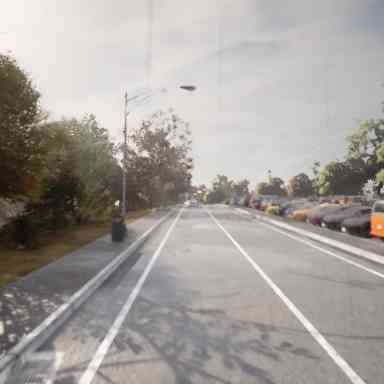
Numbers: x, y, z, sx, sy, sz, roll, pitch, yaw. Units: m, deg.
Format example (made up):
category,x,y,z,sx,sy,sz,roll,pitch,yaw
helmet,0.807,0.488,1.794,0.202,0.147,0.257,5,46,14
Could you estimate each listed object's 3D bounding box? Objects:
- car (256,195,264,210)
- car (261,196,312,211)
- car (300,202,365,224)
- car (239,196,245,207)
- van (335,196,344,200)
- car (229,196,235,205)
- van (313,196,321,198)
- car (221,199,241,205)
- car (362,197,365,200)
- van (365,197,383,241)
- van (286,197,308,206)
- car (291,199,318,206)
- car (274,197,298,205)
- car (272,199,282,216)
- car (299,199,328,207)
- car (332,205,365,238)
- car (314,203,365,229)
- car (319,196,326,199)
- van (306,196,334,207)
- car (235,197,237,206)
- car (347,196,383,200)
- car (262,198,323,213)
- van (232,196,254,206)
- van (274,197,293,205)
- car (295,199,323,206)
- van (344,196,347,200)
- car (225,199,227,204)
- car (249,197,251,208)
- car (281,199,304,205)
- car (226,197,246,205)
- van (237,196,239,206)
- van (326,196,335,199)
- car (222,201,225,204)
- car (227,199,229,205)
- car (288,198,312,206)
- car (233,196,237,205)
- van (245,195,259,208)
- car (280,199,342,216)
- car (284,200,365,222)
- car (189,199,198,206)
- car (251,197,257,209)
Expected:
category,x,y,z,sx,sy,sz,roll,pitch,yaw
car,10.576,1.571,40.099,4.553,1.767,2.185,0,0,0
car,10.572,1.558,37.323,4.553,1.767,2.185,0,0,0
car,10.554,1.648,23.442,4.792,1.488,2.163,0,0,0
car,10.652,1.498,51.204,5.566,2.045,2.435,0,0,0
van,23.816,1.575,48.265,4.442,1.987,1.878,0,0,0
car,10.650,2.079,67.837,5.008,1.535,2.097,0,-1,0
van,23.594,1.684,56.559,4.442,1.987,1.878,0,-1,0
car,10.489,2.586,90.026,5.366,1.575,1.946,0,-2,0
car,23.681,1.761,39.954,5.008,1.535,2.097,0,0,0
van,10.689,1.355,15.114,4.442,1.987,1.878,0,0,0
van,23.853,2.088,75.945,4.442,1.987,1.878,0,-1,0
car,23.723,2.200,70.527,5.008,1.535,2.097,0,-1,0
car,23.776,2.242,84.251,5.566,2.045,2.435,0,-2,0
car,10.588,1.659,31.770,4.892,1.521,2.231,0,0,0
car,23.715,2.084,64.862,4.892,1.521,2.231,0,-1,0
car,10.546,1.622,17.889,4.792,1.488,2.163,0,0,0
car,10.550,1.635,20.665,4.792,1.488,2.163,0,0,0
car,23.711,1.852,53.784,5.008,1.535,2.097,0,-1,0
van,23.835,1.800,62.097,4.442,1.987,1.878,0,-1,0
car,10.636,1.947,59.510,4.674,1.452,2.002,0,-1,0
car,23.663,1.523,42.850,5.566,2.045,2.435,0,0,0
car,10.413,1.667,34.547,5.366,1.575,1.946,0,0,0
van,10.766,1.912,70.618,4.442,1.987,1.878,0,-1,0
van,23.869,2.345,87.142,4.442,1.987,1.878,0,-2,0
car,23.719,2.140,67.632,5.008,1.535,2.097,0,-1,0
van,23.812,1.562,45.620,4.442,1.987,1.878,0,0,0
car,10.685,2.282,76.163,4.792,1.488,2.163,0,-1,0
car,10.617,1.763,45.651,4.674,1.452,2.002,0,0,0
car,23.733,2.371,78.711,4.892,1.521,2.231,0,-1,0
car,10.695,2.245,81.713,4.553,1.767,2.185,0,-1,0
van,10.514,1.622,56.740,4.442,1.987,1.878,0,-1,0
van,23.587,1.587,51.168,4.442,1.987,1.878,0,-1,0
car,10.633,2.059,78.945,5.566,2.045,2.435,0,-1,0
car,10.655,2.235,73.388,4.674,1.452,2.002,0,-1,0
car,23.701,2.130,73.174,4.553,1.767,2.185,0,-1,0
car,10.607,1.994,62.287,4.792,1.488,2.163,0,-1,0
van,10.503,1.510,48.428,4.442,1.987,1.878,0,0,0
car,10.597,1.646,28.994,4.892,1.521,2.231,0,0,0
car,10.401,1.628,26.218,5.366,1.575,1.946,0,0,0
car,0.323,2.090,68.385,1.812,1.442,4.674,0,-1,0
car,10.605,1.710,42.875,5.008,1.535,2.097,0,0,0
